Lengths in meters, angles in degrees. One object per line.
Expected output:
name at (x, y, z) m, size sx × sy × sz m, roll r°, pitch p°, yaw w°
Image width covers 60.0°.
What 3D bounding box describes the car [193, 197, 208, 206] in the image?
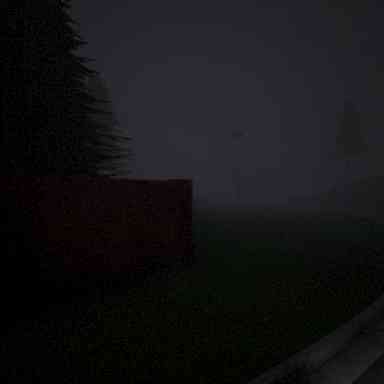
car at (0.189, 1.477, 52.961) m, size 4.674 × 1.442 × 1.812 m, roll 0°, pitch 0°, yaw 10°
